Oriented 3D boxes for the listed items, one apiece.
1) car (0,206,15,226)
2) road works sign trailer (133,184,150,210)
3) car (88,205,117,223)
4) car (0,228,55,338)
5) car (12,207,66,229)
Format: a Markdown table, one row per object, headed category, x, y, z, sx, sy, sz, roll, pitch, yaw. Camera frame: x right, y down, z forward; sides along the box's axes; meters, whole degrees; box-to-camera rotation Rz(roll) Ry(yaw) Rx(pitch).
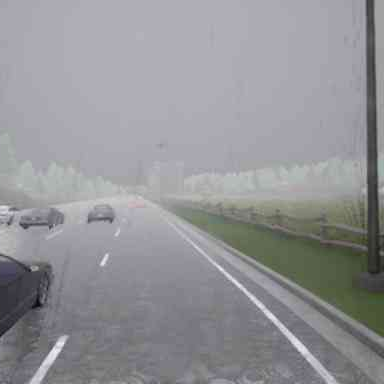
| category | x | y | z | sx | sy | sz | roll | pitch | yaw |
| --- | --- | --- | --- | --- | --- | --- | --- | --- | --- |
| car | -13.999 | 1.759 | 25.026 | 1.812 | 1.442 | 4.674 | -1 | 0 | -9 |
| road works sign trailer | -7.031 | 0.657 | 46.577 | 2.380 | 3.560 | 2.880 | -1 | 0 | -9 |
| car | -7.220 | 1.715 | 26.946 | 1.994 | 1.385 | 4.181 | -1 | 0 | -9 |
| car | -3.649 | 1.605 | 4.899 | 2.033 | 1.411 | 5.357 | -1 | 0 | -7 |
| car | -10.084 | 1.726 | 22.830 | 2.033 | 1.411 | 5.357 | -1 | 0 | -9 |
